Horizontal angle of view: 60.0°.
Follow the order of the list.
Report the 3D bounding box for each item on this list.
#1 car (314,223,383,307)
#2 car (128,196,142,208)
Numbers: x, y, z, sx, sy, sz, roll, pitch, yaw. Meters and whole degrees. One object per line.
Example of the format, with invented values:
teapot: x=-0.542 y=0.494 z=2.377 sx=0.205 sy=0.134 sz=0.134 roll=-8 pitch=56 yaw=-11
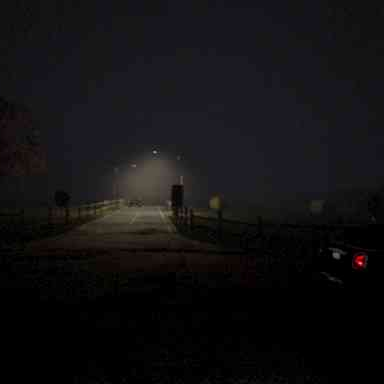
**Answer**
car: x=5.535 y=1.586 z=8.223 sx=4.553 sy=1.767 sz=2.097 roll=1 pitch=0 yaw=-8
car: x=-10.008 y=1.663 z=58.605 sx=2.150 sy=2.045 sz=5.566 roll=1 pitch=-1 yaw=-7
